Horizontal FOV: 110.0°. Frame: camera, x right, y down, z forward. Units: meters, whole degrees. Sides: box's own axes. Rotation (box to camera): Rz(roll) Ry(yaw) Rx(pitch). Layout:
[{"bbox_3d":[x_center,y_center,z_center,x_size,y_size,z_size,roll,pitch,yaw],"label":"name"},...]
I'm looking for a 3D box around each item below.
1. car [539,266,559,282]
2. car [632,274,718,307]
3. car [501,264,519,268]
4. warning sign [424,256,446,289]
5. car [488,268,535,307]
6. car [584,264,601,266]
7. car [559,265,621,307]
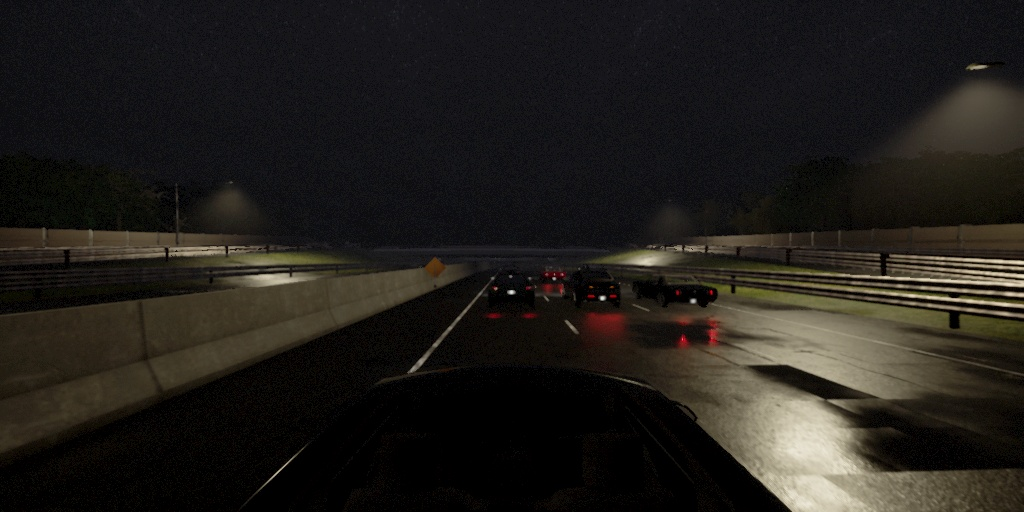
[{"bbox_3d":[3.392,1.557,31.026,1.895,1.301,4.718,0,0,0],"label":"car"},{"bbox_3d":[6.970,1.454,16.009,1.895,1.301,4.718,0,0,0],"label":"car"},{"bbox_3d":[-0.107,1.484,31.276,1.812,1.442,4.674,0,0,0],"label":"car"},{"bbox_3d":[-4.605,1.002,21.521,1.300,1.860,1.060,0,0,0],"label":"warning sign"},{"bbox_3d":[-0.027,1.418,16.166,1.994,1.385,4.181,0,0,0],"label":"car"},{"bbox_3d":[6.893,1.451,31.235,2.128,1.511,4.902,0,0,0],"label":"car"},{"bbox_3d":[3.471,1.362,16.176,1.837,1.490,4.892,0,0,0],"label":"car"}]
